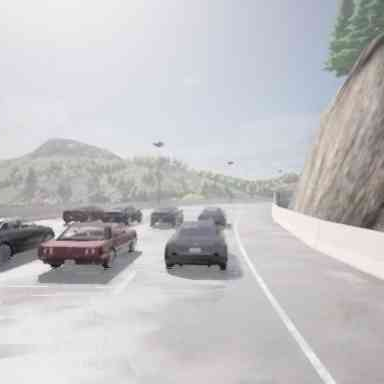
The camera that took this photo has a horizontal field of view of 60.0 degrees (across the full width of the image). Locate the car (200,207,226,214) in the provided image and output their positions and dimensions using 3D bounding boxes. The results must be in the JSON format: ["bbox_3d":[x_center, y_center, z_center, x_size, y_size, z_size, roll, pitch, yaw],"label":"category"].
[{"bbox_3d":[1.595,1.821,25.139,1.994,1.385,4.181,0,-1,9],"label":"car"}]

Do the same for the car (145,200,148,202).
[{"bbox_3d":[-10.093,2.349,74.413,1.895,1.301,4.718,0,-1,22],"label":"car"}]

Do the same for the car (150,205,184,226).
[{"bbox_3d":[-1.854,1.769,25.740,1.837,1.490,4.892,0,0,9],"label":"car"}]

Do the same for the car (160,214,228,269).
[{"bbox_3d":[0.240,1.684,11.696,1.994,1.385,4.181,0,-1,4],"label":"car"}]

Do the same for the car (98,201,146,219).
[{"bbox_3d":[-5.323,1.774,26.203,1.837,1.490,4.892,0,0,9],"label":"car"}]

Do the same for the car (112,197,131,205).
[{"bbox_3d":[-16.372,2.141,77.550,2.097,1.767,4.553,0,-1,22],"label":"car"}]

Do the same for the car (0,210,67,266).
[{"bbox_3d":[-6.757,1.616,12.016,2.128,1.511,4.902,0,0,4],"label":"car"}]

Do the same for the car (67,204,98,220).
[{"bbox_3d":[-8.672,1.756,27.392,1.882,1.535,5.008,0,0,9],"label":"car"}]

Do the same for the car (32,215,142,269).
[{"bbox_3d":[-3.284,1.720,11.595,1.895,1.301,4.718,0,-1,4],"label":"car"}]
